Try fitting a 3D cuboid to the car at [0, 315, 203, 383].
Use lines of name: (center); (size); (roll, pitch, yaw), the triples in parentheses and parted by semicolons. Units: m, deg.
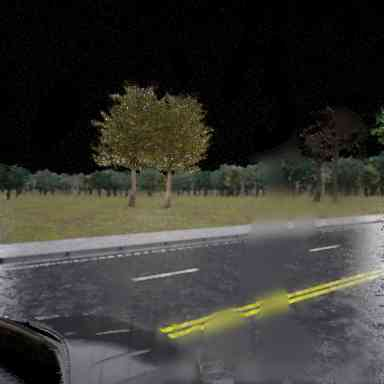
car: (-2.114, 1.506, 1.941); (4.892, 1.490, 1.837); (0, 0, -35)
